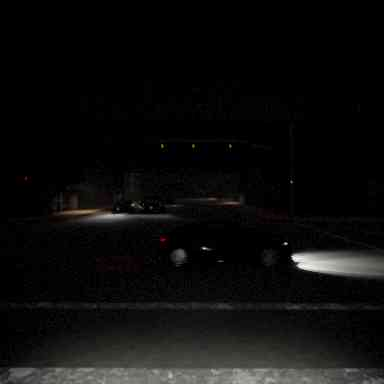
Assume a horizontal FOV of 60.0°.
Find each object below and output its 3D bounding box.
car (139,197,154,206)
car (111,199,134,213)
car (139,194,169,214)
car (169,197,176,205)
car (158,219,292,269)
[{"bbox_3d":[-7.497,1.548,55.240,1.837,1.490,4.892,0,0,1],"label":"car"},{"bbox_3d":[-7.670,1.520,37.052,2.128,1.511,4.902,0,0,1],"label":"car"},{"bbox_3d":[-4.172,1.248,36.838,2.150,2.045,5.566,0,0,1],"label":"car"},{"bbox_3d":[-3.954,1.572,59.118,1.812,1.442,4.674,0,0,1],"label":"car"},{"bbox_3d":[1.009,1.572,10.685,4.181,1.385,1.994,0,0,0],"label":"car"}]
